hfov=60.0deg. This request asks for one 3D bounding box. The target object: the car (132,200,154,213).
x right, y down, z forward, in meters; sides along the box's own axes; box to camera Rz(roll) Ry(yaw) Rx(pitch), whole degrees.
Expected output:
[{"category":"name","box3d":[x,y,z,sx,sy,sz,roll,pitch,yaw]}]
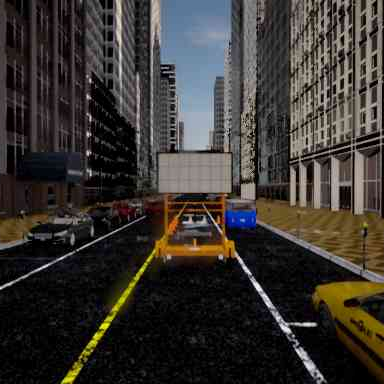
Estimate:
[{"category":"car","box3d":[-5.437,1.570,37.412,1.802,1.307,4.206,-1,0,0]}]

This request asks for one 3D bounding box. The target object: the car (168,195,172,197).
[{"category":"car","box3d":[-5.278,1.531,60.145,2.008,1.369,4.403,-1,0,0]}]

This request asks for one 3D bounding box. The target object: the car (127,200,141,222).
[{"category":"car","box3d":[-5.516,1.536,26.044,1.887,1.381,4.507,-1,0,0]}]

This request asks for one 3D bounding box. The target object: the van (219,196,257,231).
[{"category":"van","box3d":[2.822,1.334,20.302,1.690,1.788,3.998,-1,0,0]}]

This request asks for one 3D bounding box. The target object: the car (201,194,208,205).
[{"category":"car","box3d":[3.102,1.531,60.087,2.008,1.369,4.403,-1,0,0]}]

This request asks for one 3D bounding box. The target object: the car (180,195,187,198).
[{"category":"car","box3d":[-2.368,1.307,90.688,1.812,1.442,4.674,0,0,0]}]

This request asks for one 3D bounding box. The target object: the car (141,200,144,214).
[{"category":"car","box3d":[-5.477,1.541,31.728,2.008,1.369,4.403,-1,0,0]}]

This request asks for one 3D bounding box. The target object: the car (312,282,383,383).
[{"category":"car","box3d":[2.707,1.524,3.422,1.752,1.417,4.829,-1,0,0]}]

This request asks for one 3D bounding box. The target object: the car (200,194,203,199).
[{"category":"car","box3d":[3.258,1.286,82.821,2.192,1.841,5.009,-1,0,0]}]

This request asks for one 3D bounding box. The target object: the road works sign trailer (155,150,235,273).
[{"category":"road works sign trailer","box3d":[0.093,0.461,10.701,2.380,3.560,2.880,0,0,1]}]

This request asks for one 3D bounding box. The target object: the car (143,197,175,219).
[{"category":"car","box3d":[-2.795,1.468,29.371,1.882,1.535,5.008,0,0,0]}]

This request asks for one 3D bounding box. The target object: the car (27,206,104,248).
[{"category":"car","box3d":[-5.596,1.546,14.677,2.008,1.369,4.403,-1,0,0]}]

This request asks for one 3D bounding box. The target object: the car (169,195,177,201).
[{"category":"car","box3d":[-5.081,1.494,88.393,1.752,1.417,4.829,-1,0,0]}]

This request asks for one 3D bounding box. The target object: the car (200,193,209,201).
[{"category":"car","box3d":[3.298,1.283,88.505,2.192,1.841,5.009,-1,0,0]}]

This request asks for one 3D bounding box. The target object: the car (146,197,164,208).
[{"category":"car","box3d":[-5.358,1.535,48.779,2.008,1.369,4.403,-1,0,0]}]

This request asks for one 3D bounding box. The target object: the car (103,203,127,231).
[{"category":"car","box3d":[-5.556,1.559,20.361,1.947,1.339,4.313,-1,0,0]}]

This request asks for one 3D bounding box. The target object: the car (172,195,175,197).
[{"category":"car","box3d":[-5.199,1.557,71.512,1.802,1.307,4.206,-1,0,0]}]

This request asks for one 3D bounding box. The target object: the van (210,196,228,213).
[{"category":"van","box3d":[2.941,1.329,37.353,1.690,1.788,3.998,-1,0,0]}]

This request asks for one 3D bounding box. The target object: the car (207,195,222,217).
[{"category":"car","box3d":[2.901,1.305,31.669,2.192,1.841,5.009,-1,0,0]}]

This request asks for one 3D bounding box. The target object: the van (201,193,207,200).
[{"category":"van","box3d":[3.338,1.307,94.188,1.690,1.788,3.998,-1,0,0]}]
